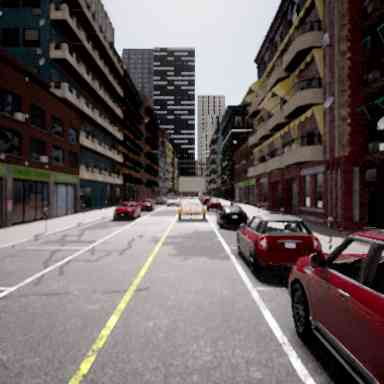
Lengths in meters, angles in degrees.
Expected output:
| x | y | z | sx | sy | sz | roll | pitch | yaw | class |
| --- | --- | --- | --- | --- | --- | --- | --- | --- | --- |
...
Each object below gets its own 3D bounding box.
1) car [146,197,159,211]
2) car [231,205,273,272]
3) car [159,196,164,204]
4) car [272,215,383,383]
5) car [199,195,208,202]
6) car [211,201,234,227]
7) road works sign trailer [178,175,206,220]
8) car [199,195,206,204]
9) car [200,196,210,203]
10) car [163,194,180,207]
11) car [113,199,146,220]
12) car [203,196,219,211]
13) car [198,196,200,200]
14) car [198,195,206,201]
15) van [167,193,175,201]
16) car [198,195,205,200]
| x | y | z | sx | sy | sz | roll | pitch | yaw | class |
| --- | --- | --- | --- | --- | --- | --- | --- | --- | --- |
| -5.307 | 1.476 | 39.107 | 1.887 | 1.381 | 4.507 | 1 | 0 | 0 | car |
| 2.574 | 1.418 | 10.671 | 1.967 | 1.590 | 4.097 | 1 | 0 | 0 | car |
| -5.308 | 1.463 | 56.177 | 2.008 | 1.369 | 4.403 | 1 | 0 | 0 | car |
| 2.607 | 1.308 | 3.547 | 2.192 | 1.841 | 5.009 | 1 | 0 | 0 | car |
| 2.573 | 1.422 | 73.427 | 1.752 | 1.417 | 4.829 | 0 | 0 | 0 | car |
| 2.573 | 1.523 | 22.051 | 1.947 | 1.339 | 4.313 | 1 | 0 | 0 | car |
| 0.000 | 0.412 | 27.728 | 2.380 | 3.560 | 2.880 | 0 | 0 | 0 | road works sign trailer |
| 2.573 | 1.494 | 56.188 | 1.802 | 1.307 | 4.206 | 1 | 0 | 0 | car |
| 2.573 | 1.446 | 67.568 | 1.887 | 1.381 | 4.507 | 1 | 0 | 0 | car |
| -2.832 | 1.444 | 50.098 | 1.812 | 1.442 | 4.674 | 0 | 0 | 0 | car |
| -5.307 | 1.492 | 27.729 | 1.887 | 1.381 | 4.507 | 1 | 0 | 0 | car |
| 2.572 | 1.513 | 39.119 | 1.802 | 1.307 | 4.206 | 1 | 0 | 0 | car |
| 2.573 | 1.451 | 61.879 | 1.887 | 1.381 | 4.507 | 1 | 0 | 0 | car |
| 2.573 | 1.418 | 84.805 | 1.752 | 1.417 | 4.829 | 0 | 0 | 0 | car |
| -5.306 | 1.234 | 84.625 | 1.690 | 1.788 | 3.998 | 1 | 0 | 0 | van |
| 2.572 | 1.474 | 90.325 | 1.802 | 1.307 | 4.206 | 0 | 0 | 0 | car |
